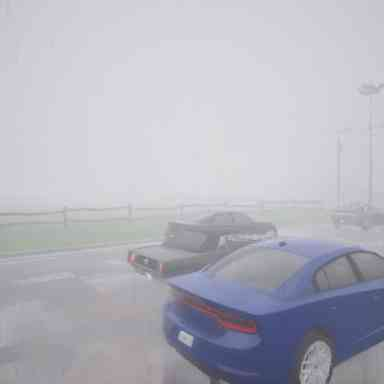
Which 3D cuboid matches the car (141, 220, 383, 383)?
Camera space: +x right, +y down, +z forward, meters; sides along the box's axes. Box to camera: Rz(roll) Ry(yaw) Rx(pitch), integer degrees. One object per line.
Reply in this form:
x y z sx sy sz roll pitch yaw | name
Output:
1.944 1.454 5.132 5.008 1.535 1.882 0 0 -35 | car

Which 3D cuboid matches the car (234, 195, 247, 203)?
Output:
7.107 1.351 59.245 1.994 1.385 4.181 0 0 -36 | car

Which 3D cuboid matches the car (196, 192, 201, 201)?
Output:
0.929 0.952 73.734 2.150 2.045 5.566 0 0 -36 | car

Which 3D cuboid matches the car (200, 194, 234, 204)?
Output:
4.238 1.353 57.228 2.033 1.411 5.357 0 0 -36 | car

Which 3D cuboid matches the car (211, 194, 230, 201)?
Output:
6.579 1.214 77.869 1.812 1.442 4.674 0 0 -36 | car

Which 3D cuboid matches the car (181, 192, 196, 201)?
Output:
-2.203 0.955 72.088 2.150 2.045 5.566 0 0 -36 | car

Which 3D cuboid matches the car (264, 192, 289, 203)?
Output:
16.214 0.951 64.647 2.150 2.045 5.566 0 0 -36 | car

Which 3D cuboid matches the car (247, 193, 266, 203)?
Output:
10.344 1.316 60.773 2.033 1.411 5.357 0 0 -35 | car

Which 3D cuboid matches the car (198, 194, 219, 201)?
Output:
3.720 1.232 75.849 2.128 1.511 4.902 0 0 -36 | car

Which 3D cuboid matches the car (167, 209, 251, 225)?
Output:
1.334 1.432 13.294 5.008 1.535 1.882 0 0 -35 | car

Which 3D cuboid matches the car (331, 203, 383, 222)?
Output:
10.193 1.388 19.631 4.902 1.511 2.128 0 0 -36 | car

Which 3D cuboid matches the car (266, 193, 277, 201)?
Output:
13.236 1.313 62.762 1.994 1.385 4.181 0 0 -35 | car

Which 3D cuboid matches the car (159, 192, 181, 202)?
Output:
-5.149 1.268 70.190 2.128 1.511 4.902 0 0 -36 | car

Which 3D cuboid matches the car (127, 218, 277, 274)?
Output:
0.862 1.571 8.659 4.718 1.301 1.895 0 0 -35 | car
